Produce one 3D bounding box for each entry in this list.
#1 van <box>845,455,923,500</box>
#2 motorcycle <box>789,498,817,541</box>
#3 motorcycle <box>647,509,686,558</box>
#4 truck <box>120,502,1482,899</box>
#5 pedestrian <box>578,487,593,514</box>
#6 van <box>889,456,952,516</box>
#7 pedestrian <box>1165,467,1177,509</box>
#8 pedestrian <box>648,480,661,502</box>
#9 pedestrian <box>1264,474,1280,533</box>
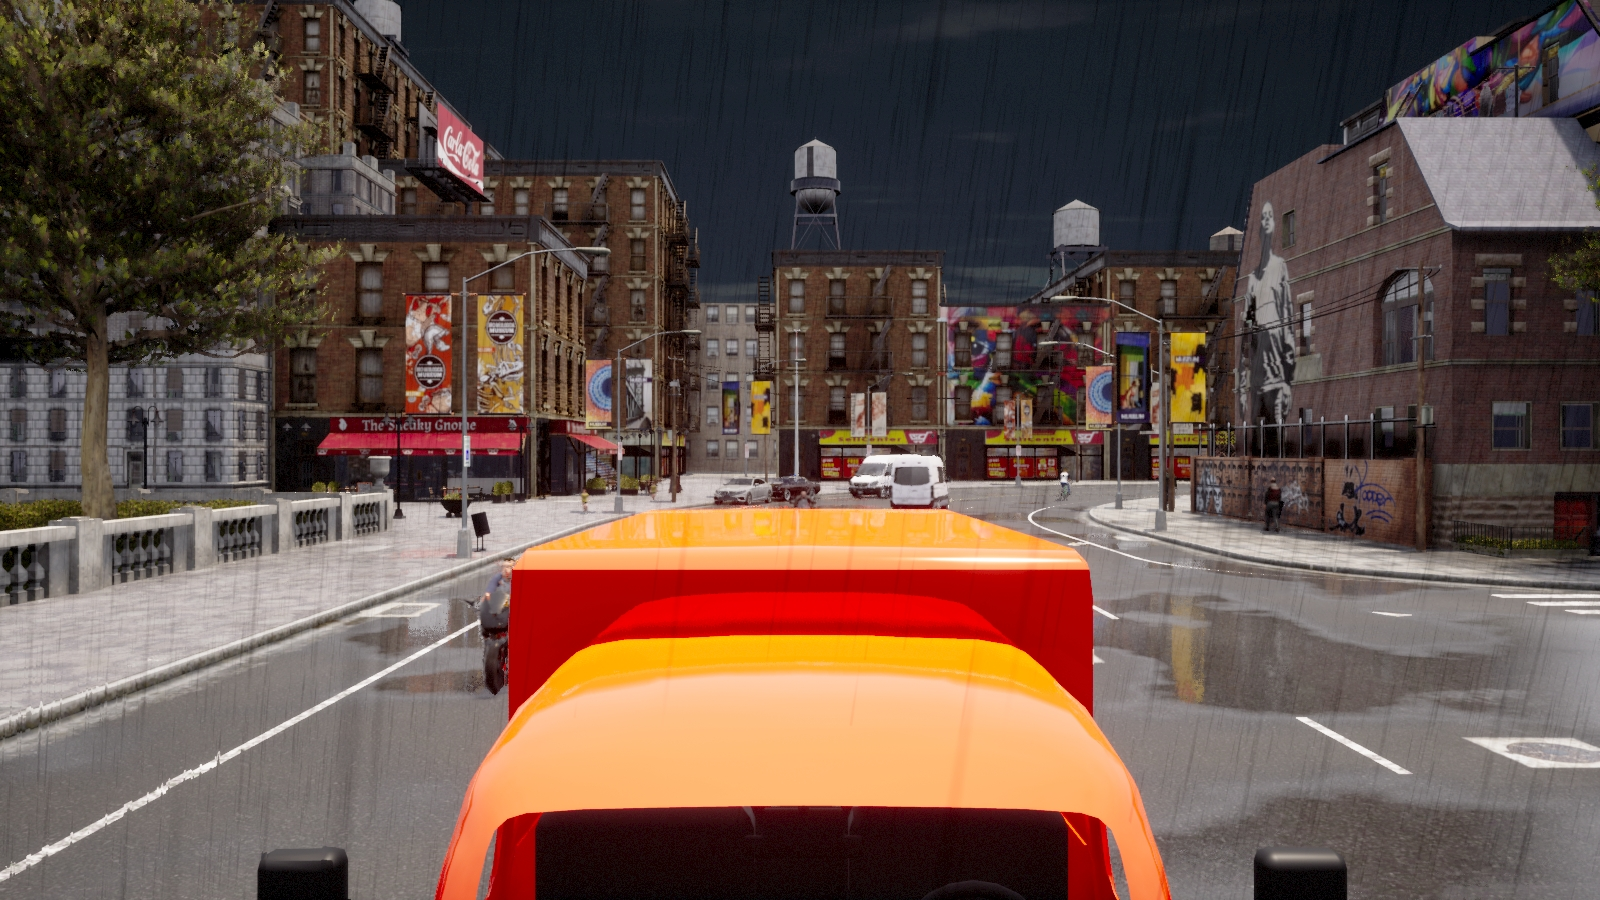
[{"bbox_3d":[5.063,1.560,67.841,1.988,2.561,5.915,0,0,33],"label":"van"},{"bbox_3d":[0.111,2.219,36.714,0.867,1.251,2.209,0,0,1],"label":"motorcycle"},{"bbox_3d":[-3.585,2.225,30.730,0.803,1.145,2.033,0,0,0],"label":"motorcycle"},{"bbox_3d":[-0.002,1.571,4.805,2.627,2.467,5.204,0,0,0],"label":"truck"},{"bbox_3d":[-8.848,2.095,47.121,0.500,1.100,0.500,0,0,2],"label":"pedestrian"},{"bbox_3d":[5.565,1.554,52.120,1.988,2.561,5.915,0,0,15],"label":"van"},{"bbox_3d":[16.828,1.716,51.880,0.375,1.860,0.375,0,0,-40],"label":"pedestrian"},{"bbox_3d":[-7.436,2.099,58.275,0.500,1.100,0.500,0,0,13],"label":"pedestrian"},{"bbox_3d":[15.049,1.711,36.425,0.375,1.860,0.375,0,0,0],"label":"pedestrian"}]
